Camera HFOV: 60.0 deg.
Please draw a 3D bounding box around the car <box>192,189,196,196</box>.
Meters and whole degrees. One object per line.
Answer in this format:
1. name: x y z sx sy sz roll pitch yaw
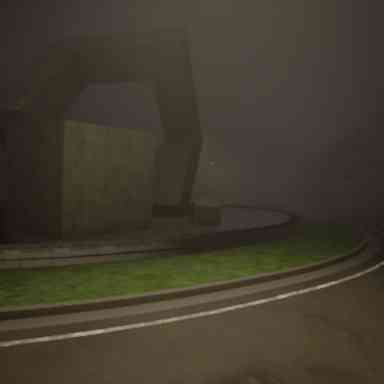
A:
1. car: -1.082 0.178 80.686 2.097 1.767 4.553 1 1 12
